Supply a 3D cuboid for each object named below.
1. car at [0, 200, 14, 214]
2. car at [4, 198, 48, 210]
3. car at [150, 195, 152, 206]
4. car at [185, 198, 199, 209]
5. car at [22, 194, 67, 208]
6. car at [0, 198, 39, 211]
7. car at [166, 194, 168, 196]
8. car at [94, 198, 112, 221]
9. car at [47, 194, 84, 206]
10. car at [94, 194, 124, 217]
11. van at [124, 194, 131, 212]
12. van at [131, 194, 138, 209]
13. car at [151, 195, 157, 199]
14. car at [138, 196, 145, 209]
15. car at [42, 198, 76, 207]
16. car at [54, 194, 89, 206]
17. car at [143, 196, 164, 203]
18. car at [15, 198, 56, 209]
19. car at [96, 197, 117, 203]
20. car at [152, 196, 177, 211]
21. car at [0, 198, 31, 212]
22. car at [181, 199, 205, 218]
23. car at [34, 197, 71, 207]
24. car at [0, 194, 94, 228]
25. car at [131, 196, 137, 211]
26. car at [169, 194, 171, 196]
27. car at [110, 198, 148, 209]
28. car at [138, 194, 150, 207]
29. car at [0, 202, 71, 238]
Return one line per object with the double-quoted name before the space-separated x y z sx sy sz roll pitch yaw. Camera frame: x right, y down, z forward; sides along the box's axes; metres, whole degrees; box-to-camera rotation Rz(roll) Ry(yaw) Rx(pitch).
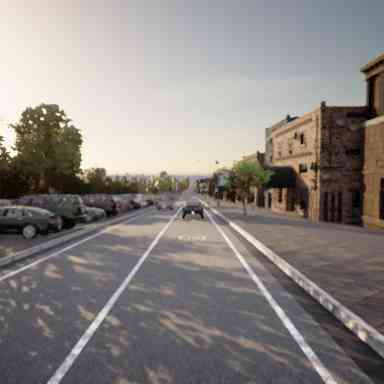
"car" -21.925 1.553 35.653 4.674 1.452 2.002 0 0 0
"car" -21.907 1.598 44.009 4.792 1.488 2.163 0 0 0
"car" -8.835 1.636 49.766 4.792 1.488 2.163 0 0 0
"car" 0.005 1.693 50.530 2.033 1.411 5.357 0 0 0
"car" -21.916 1.356 49.580 5.566 2.045 2.435 0 0 0
"car" -21.928 1.550 41.225 5.008 1.535 2.097 0 0 0
"car" -8.874 1.775 80.600 4.553 1.767 2.185 0 -1 0
"car" -8.849 1.446 24.537 4.892 1.521 2.231 0 0 0
"car" -21.926 1.427 57.935 5.566 2.045 2.435 0 -1 0
"car" -8.871 1.208 27.344 5.566 2.045 2.435 0 0 0
"van" -8.729 1.268 32.949 4.442 1.987 1.878 0 0 0
"van" -8.967 1.305 38.555 4.442 1.987 1.878 0 0 0
"car" -8.867 1.653 55.373 5.008 1.535 2.097 0 -1 0
"car" -8.848 1.549 41.357 5.008 1.535 2.097 0 0 0
"car" -21.948 1.692 55.024 4.674 1.452 2.002 0 0 0
"car" -21.930 1.454 60.596 5.566 2.045 2.435 0 -1 0
"car" -8.932 1.747 77.796 4.553 1.767 2.185 0 -1 0
"car" -21.969 1.616 46.794 4.792 1.488 2.163 0 0 0
"car" -21.997 1.954 85.816 4.892 1.521 2.231 0 -1 0
"car" -3.337 1.577 41.924 2.128 1.511 4.902 0 0 0
"car" -21.744 1.528 38.439 5.366 1.575 1.946 0 0 0
"car" 0.091 1.517 30.580 1.837 1.490 4.892 0 0 0
"car" -21.942 1.630 52.364 5.008 1.535 2.097 0 0 0
"car" -8.874 1.177 18.933 5.566 2.045 2.435 0 0 0
"car" -8.842 1.513 35.751 4.892 1.521 2.231 0 0 0
"car" -8.884 1.704 86.207 5.566 2.045 2.435 0 -1 0
"car" -8.856 1.587 46.968 4.892 1.521 2.231 0 0 0
"car" -8.886 1.316 44.163 5.566 2.045 2.435 0 0 0
"car" -8.841 1.426 16.132 4.892 1.521 2.231 0 0 0
